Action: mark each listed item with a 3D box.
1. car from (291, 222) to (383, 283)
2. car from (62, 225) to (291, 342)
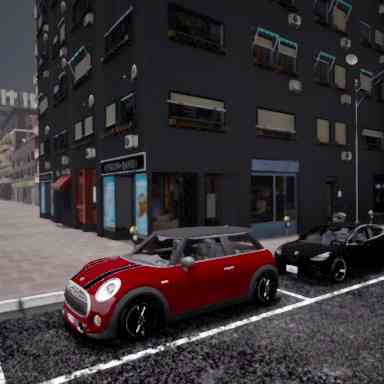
[{"bbox_3d":[4.278,1.563,9.632,4.313,1.339,1.947,0,-1,-36],"label":"car"},{"bbox_3d":[-0.280,1.439,6.377,4.097,1.590,1.967,0,-1,-36],"label":"car"}]
